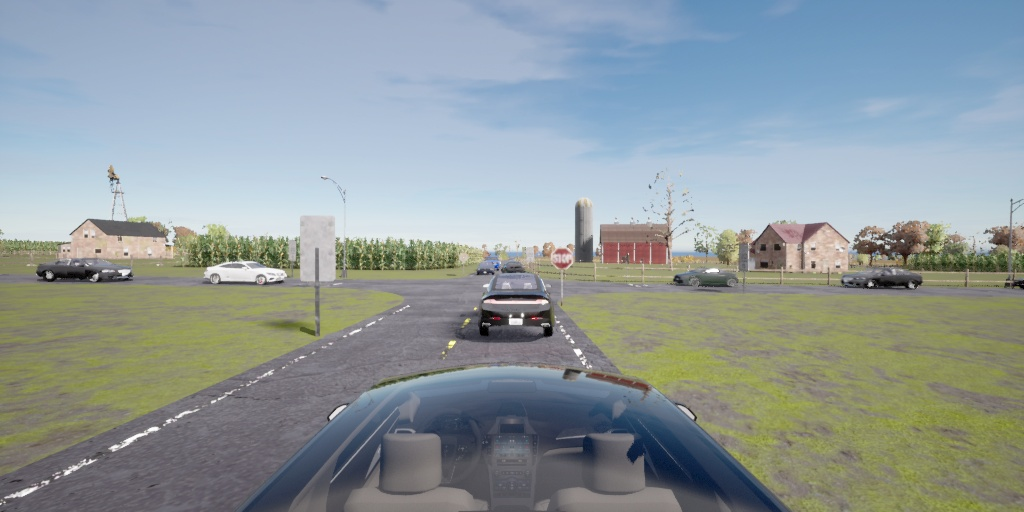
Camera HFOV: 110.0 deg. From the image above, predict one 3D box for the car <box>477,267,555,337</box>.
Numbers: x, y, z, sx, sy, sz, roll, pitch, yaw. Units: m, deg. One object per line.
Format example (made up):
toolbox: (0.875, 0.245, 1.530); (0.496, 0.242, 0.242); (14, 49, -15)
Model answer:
car: (0.143, 1.241, 10.343); (2.128, 1.511, 4.902); (0, 0, 1)

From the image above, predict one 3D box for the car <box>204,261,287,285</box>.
car: (-17.134, 1.067, 23.128); (4.674, 1.442, 1.812); (1, 1, 0)

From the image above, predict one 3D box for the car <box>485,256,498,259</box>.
car: (-2.834, 1.002, 50.226); (2.150, 2.045, 5.566); (0, 0, 0)

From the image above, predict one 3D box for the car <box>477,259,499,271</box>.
car: (-2.818, 1.316, 39.631); (2.033, 1.411, 5.357); (0, 0, -1)

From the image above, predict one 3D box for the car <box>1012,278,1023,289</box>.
car: (40.361, 1.860, 26.246); (5.357, 1.411, 2.033); (1, 1, 0)

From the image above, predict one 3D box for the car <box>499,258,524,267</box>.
car: (0.116, 1.269, 35.035); (1.837, 1.490, 4.892); (-2, 0, -7)

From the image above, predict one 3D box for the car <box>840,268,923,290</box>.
car: (26.936, 1.624, 26.225); (4.902, 1.511, 2.128); (1, 1, 0)

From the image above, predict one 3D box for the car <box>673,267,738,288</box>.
car: (14.084, 1.521, 26.184); (4.181, 1.385, 1.994); (1, 1, 0)

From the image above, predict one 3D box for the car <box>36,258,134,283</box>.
car: (-27.378, 0.880, 23.097); (4.902, 1.511, 2.128); (1, 1, 0)
